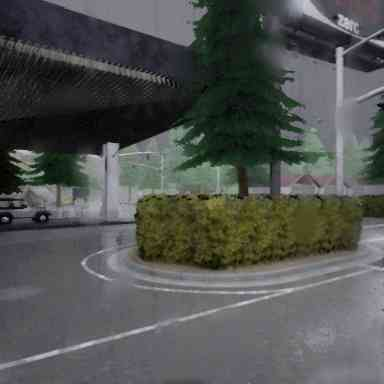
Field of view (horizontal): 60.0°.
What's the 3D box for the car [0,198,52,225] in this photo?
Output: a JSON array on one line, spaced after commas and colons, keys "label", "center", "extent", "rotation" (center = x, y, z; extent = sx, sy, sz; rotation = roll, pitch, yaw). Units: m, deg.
[{"label": "car", "center": [-12.082, 1.325, 23.393], "extent": [3.866, 1.878, 1.905], "rotation": [0, 0, -36]}]
